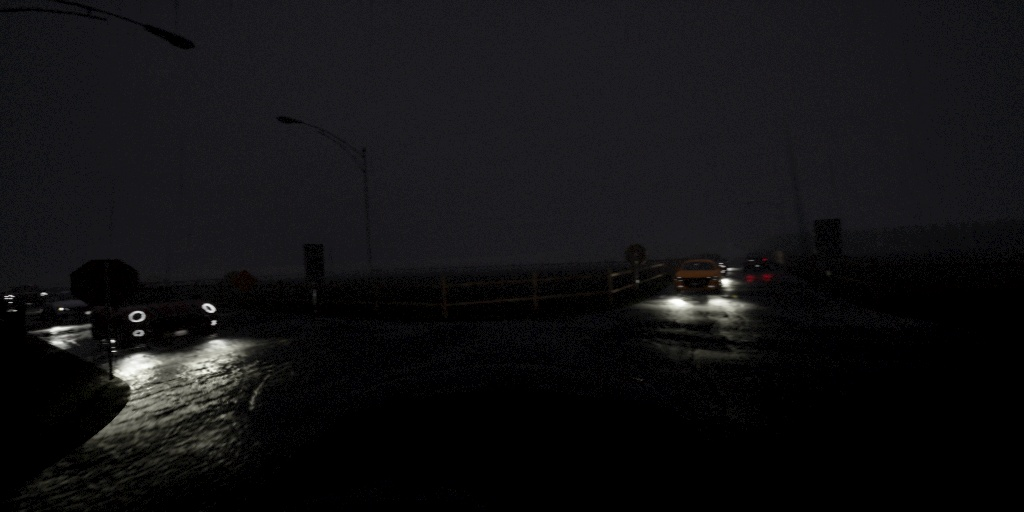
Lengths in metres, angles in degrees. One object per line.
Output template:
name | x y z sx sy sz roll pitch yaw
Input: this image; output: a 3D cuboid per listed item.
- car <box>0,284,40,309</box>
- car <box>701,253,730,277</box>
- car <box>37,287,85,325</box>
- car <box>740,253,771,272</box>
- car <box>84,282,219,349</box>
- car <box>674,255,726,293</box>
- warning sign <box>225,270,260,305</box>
car | -38.012 3.092 27.978 4.553 1.767 2.097 -3 0 32
car | 14.618 0.603 26.381 2.097 1.767 4.553 -3 -1 32
car | -21.229 2.398 17.514 4.674 1.442 1.812 -3 0 32
car | 20.031 0.495 29.497 2.128 1.511 4.902 -3 -1 32
car | -11.392 1.714 11.423 4.553 1.767 2.097 -3 0 32
car | 9.375 0.915 17.940 1.882 1.535 5.008 -3 -1 32
warning sign | -14.604 1.678 19.656 1.060 1.860 1.300 0 0 32
